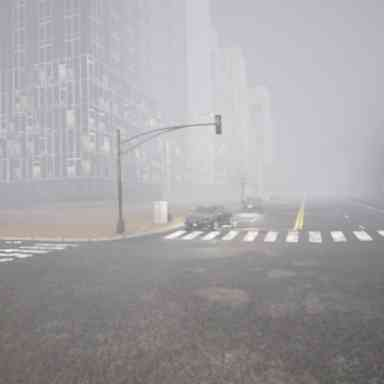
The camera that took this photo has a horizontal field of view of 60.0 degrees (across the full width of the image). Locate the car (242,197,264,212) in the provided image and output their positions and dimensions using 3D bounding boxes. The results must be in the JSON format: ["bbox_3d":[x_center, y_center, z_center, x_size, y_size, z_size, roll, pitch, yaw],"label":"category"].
[{"bbox_3d":[6.615,1.252,35.775,2.128,1.511,4.902,-2,0,19],"label":"car"}]

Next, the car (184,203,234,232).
[{"bbox_3d":[1.125,1.479,20.276,1.837,1.490,4.892,-1,1,24],"label":"car"}]

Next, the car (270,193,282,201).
[{"bbox_3d":[15.827,0.968,62.671,1.994,1.385,4.181,-2,0,19],"label":"car"}]
